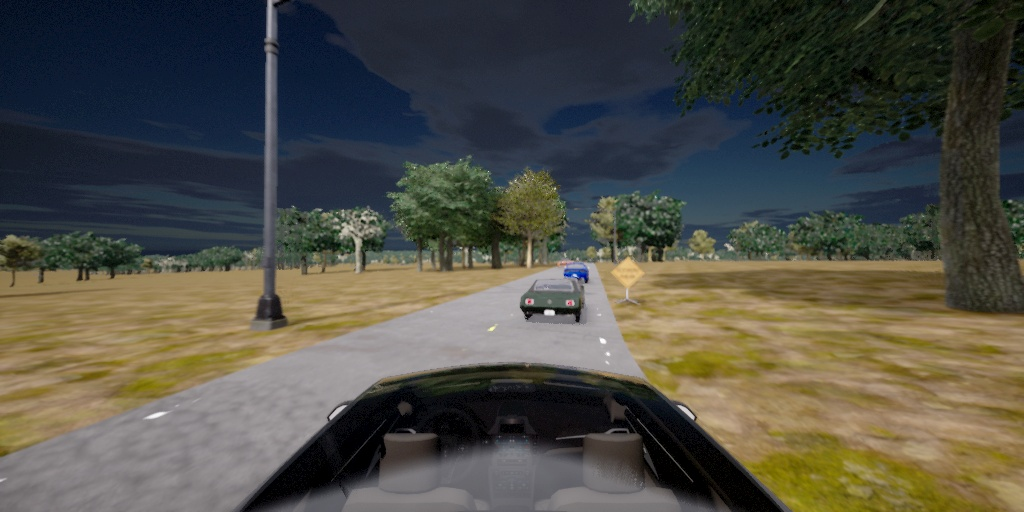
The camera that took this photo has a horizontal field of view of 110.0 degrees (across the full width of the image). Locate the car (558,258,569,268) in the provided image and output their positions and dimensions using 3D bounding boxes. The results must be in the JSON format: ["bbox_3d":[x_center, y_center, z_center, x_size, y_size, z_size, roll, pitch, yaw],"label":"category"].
[{"bbox_3d":[8.813,1.089,59.663,2.097,1.767,4.553,0,0,13],"label":"car"}]

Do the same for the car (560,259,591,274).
[{"bbox_3d":[5.265,1.288,29.269,1.882,1.535,5.008,0,1,13],"label":"car"}]

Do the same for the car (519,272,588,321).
[{"bbox_3d":[1.625,1.422,12.905,1.895,1.301,4.718,0,0,13],"label":"car"}]

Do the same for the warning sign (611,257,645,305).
[{"bbox_3d":[4.656,0.957,14.517,1.300,1.860,1.060,0,0,12],"label":"warning sign"}]
